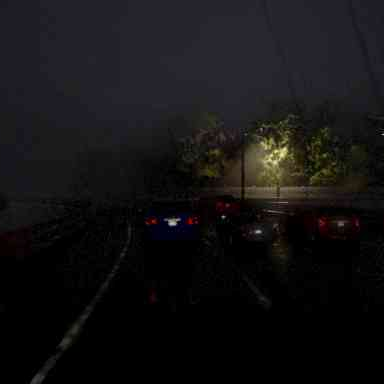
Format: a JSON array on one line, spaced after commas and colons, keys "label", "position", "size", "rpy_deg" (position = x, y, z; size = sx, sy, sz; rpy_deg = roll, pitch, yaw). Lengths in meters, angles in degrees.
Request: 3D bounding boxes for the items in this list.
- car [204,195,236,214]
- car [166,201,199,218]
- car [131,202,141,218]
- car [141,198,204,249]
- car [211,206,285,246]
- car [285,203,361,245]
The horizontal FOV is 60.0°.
[{"label": "car", "position": [2.375, 1.256, 31.740], "size": [2.150, 2.045, 5.566], "rpy_deg": [0, 0, -16]}, {"label": "car", "position": [-0.974, 1.571, 30.724], "size": [1.994, 1.385, 4.181], "rpy_deg": [0, 0, -16]}, {"label": "car", "position": [-4.332, 1.561, 29.736], "size": [2.033, 1.411, 5.357], "rpy_deg": [0, 0, -16]}, {"label": "car", "position": [-1.093, 1.256, 14.878], "size": [2.150, 2.045, 5.566], "rpy_deg": [0, 0, -8]}, {"label": "car", "position": [2.376, 1.571, 15.347], "size": [1.994, 1.385, 4.181], "rpy_deg": [0, 0, -8]}, {"label": "car", "position": [5.844, 1.364, 15.816], "size": [2.097, 1.767, 4.553], "rpy_deg": [0, 0, -8]}]
